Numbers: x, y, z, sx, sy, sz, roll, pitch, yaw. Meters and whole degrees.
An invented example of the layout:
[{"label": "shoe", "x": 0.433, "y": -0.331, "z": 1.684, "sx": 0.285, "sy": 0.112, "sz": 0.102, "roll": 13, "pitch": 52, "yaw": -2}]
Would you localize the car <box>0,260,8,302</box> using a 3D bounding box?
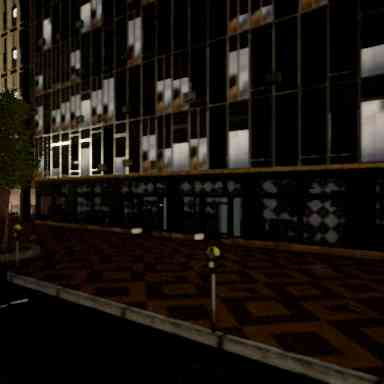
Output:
[{"label": "car", "x": -5.413, "y": 1.550, "z": 6.734, "sx": 4.313, "sy": 1.339, "sz": 1.947, "roll": 0, "pitch": 0, "yaw": 35}]
